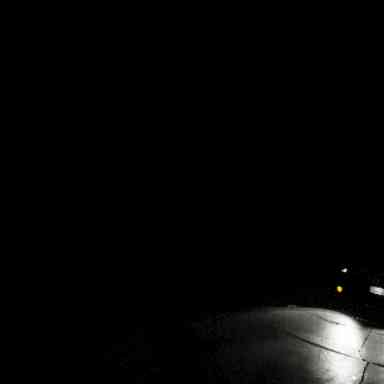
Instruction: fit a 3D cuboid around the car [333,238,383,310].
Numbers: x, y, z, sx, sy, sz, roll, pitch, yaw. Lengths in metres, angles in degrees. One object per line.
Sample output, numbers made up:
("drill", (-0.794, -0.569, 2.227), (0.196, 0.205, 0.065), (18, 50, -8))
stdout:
("car", (4.867, 1.575, 7.104), (4.181, 1.385, 1.994), (0, 0, -38))
